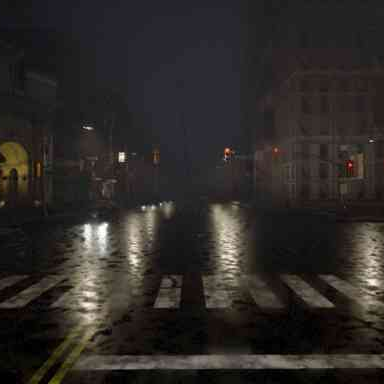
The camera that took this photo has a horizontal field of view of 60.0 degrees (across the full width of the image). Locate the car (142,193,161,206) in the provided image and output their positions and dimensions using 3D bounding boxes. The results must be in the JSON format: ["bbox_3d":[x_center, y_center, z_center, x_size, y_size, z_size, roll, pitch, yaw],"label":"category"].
[{"bbox_3d":[-7.066,1.222,56.528,2.150,2.045,5.566,0,0,0],"label":"car"}]

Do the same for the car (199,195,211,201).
[{"bbox_3d":[3.301,1.524,85.379,1.812,1.442,4.674,0,0,22],"label":"car"}]

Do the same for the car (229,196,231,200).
[{"bbox_3d":[8.250,1.466,94.369,1.882,1.535,5.008,0,0,38],"label":"car"}]

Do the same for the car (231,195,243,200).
[{"bbox_3d":[12.471,1.500,94.149,1.837,1.490,4.892,0,0,41],"label":"car"}]

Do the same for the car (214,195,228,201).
[{"bbox_3d":[7.102,1.525,85.356,2.128,1.511,4.902,0,0,25],"label":"car"}]

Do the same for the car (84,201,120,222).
[{"bbox_3d":[-7.090,1.492,26.582,2.128,1.511,4.902,0,0,0],"label":"car"}]

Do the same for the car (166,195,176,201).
[{"bbox_3d":[-5.424,1.478,81.151,1.882,1.535,5.008,0,0,13],"label":"car"}]

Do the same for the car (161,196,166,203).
[{"bbox_3d":[-6.967,1.504,69.181,1.837,1.490,4.892,0,0,0],"label":"car"}]
